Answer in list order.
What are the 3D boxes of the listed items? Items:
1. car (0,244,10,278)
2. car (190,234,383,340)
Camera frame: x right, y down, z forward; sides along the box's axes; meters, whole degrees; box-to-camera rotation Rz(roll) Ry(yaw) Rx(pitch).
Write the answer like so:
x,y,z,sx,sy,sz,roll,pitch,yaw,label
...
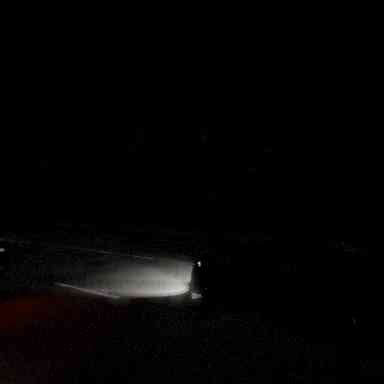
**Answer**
x,y,z,sx,sy,sz,roll,pitch,yaw,label
-6.246,1.424,7.590,4.902,1.511,2.128,0,0,30,car
2.042,1.534,6.556,4.181,1.385,1.994,0,0,34,car
